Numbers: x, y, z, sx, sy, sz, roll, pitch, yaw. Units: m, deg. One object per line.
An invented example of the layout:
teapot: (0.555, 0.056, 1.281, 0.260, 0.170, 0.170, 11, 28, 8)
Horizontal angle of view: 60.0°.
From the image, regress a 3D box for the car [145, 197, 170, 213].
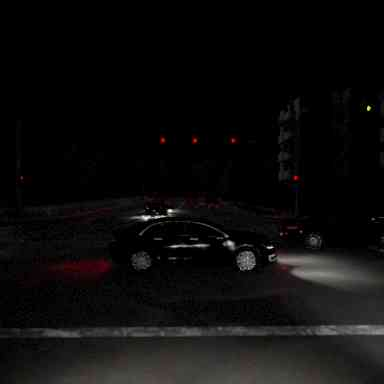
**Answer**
car: (-3.588, 1.505, 33.930, 1.812, 1.442, 4.674, 0, 0, 0)

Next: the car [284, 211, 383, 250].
car: (5.924, 1.517, 13.634, 4.674, 1.442, 1.812, 0, 0, -2)

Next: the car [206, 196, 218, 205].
car: (3.491, 1.491, 58.136, 1.812, 1.442, 4.674, 0, 0, 0)

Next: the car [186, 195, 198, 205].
car: (-0.009, 1.317, 58.091, 2.097, 1.767, 4.553, 0, 0, 0)

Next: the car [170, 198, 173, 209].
car: (-3.582, 1.451, 44.404, 1.882, 1.535, 5.008, 0, 0, 0)

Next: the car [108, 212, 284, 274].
car: (-0.004, 1.501, 9.984, 4.892, 1.490, 1.837, -1, 0, -1)
